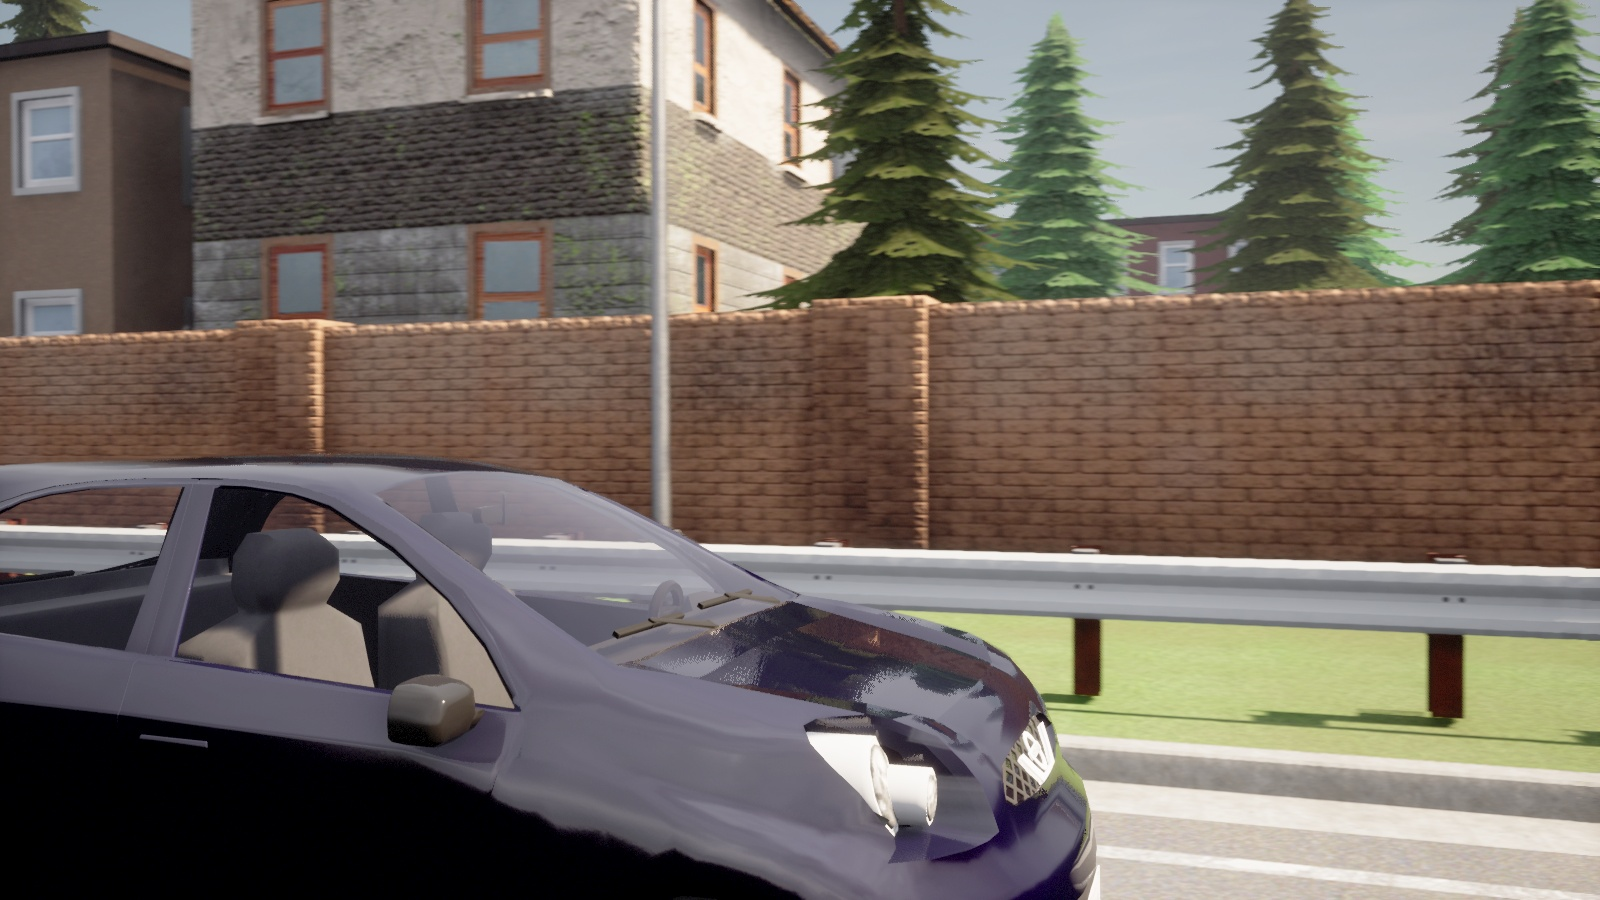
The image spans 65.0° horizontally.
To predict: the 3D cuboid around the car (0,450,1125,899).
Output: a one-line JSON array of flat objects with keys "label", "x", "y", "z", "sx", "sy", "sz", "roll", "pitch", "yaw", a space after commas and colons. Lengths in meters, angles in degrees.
[{"label": "car", "x": -1.031, "y": 0.780, "z": 3.540, "sx": 3.633, "sy": 1.501, "sz": 1.845, "roll": 1, "pitch": 1, "yaw": 19}]
